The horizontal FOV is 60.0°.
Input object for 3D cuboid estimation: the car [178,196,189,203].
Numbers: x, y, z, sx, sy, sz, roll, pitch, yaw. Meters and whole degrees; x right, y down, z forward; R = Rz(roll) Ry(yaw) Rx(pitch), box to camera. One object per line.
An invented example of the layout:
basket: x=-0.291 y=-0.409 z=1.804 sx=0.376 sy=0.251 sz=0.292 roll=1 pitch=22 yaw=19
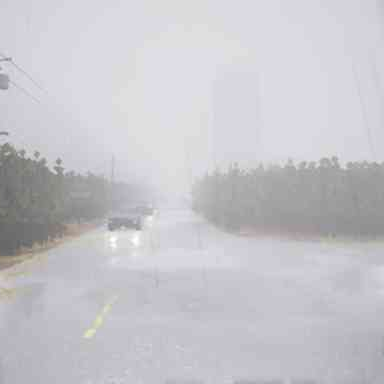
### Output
car: x=-1.738 y=1.510 z=65.919 sx=1.812 sy=1.442 sz=4.674 roll=0 pitch=0 yaw=4

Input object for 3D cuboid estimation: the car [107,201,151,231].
car: x=-3.929 y=1.543 z=20.725 sx=2.033 sy=1.411 sz=5.357 roll=0 pitch=0 yaw=-4

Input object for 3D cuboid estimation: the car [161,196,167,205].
car: x=-5.533 y=1.457 z=59.281 sx=1.994 sy=1.385 sz=4.181 roll=0 pitch=0 yaw=3

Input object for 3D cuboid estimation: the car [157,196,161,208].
car: x=-5.565 y=1.554 z=43.747 sx=1.994 sy=1.385 sz=4.181 roll=0 pitch=0 yaw=-2

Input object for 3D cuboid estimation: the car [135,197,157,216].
car: x=-4.793 y=1.344 z=32.193 sx=2.097 sy=1.767 sz=4.553 roll=0 pitch=0 yaw=-5
